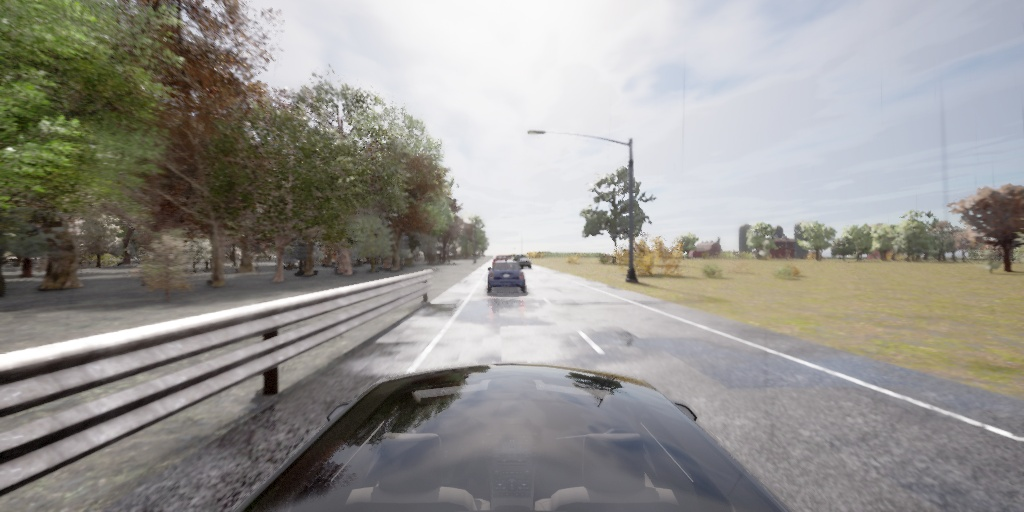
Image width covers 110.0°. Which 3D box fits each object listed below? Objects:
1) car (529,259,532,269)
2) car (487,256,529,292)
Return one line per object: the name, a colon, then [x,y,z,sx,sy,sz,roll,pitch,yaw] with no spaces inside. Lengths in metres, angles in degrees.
car: [1.857,1.077,53.008,1.837,1.490,4.892,0,0,-2]
car: [-0.353,1.047,20.950,2.097,1.767,4.553,0,0,-2]
